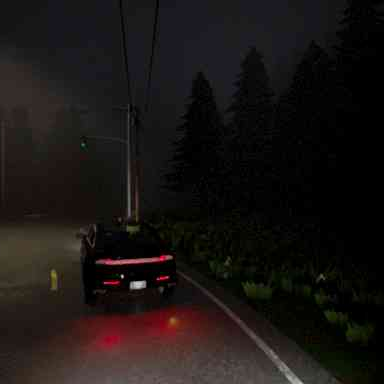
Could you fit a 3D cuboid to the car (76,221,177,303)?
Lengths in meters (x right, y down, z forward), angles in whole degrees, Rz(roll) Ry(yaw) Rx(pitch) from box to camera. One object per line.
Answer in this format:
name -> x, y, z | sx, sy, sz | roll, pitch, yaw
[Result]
car -> -1.789, 1.479, 8.351 | 2.128, 1.511, 4.902 | 0, 0, -19
